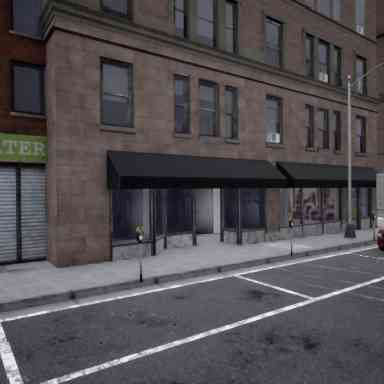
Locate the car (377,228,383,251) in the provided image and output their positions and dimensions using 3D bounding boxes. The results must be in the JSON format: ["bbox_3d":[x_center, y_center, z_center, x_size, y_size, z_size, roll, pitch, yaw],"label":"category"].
[{"bbox_3d":[8.926,1.541,12.923,4.507,1.381,1.887,0,-1,-36],"label":"car"}]
